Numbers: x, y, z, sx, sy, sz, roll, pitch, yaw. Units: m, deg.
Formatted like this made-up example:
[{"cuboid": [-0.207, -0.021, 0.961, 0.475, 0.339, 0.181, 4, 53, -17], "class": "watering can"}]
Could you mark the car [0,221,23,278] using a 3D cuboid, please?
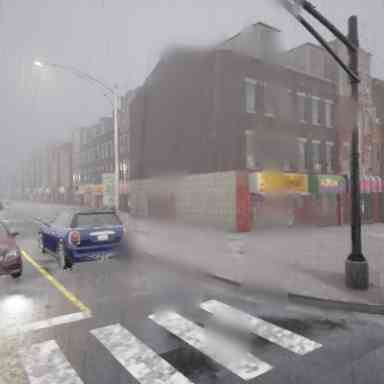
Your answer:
[{"cuboid": [-6.148, 1.531, 9.596, 1.812, 1.442, 4.674, 0, 0, -34], "class": "car"}]

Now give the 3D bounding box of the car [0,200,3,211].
[{"cuboid": [-23.917, 1.342, 39.716, 2.097, 1.767, 4.553, 0, 0, -35], "class": "car"}]

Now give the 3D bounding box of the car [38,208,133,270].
[{"cuboid": [-3.788, 1.340, 11.383, 2.097, 1.767, 4.553, 0, 0, -35], "class": "car"}]
